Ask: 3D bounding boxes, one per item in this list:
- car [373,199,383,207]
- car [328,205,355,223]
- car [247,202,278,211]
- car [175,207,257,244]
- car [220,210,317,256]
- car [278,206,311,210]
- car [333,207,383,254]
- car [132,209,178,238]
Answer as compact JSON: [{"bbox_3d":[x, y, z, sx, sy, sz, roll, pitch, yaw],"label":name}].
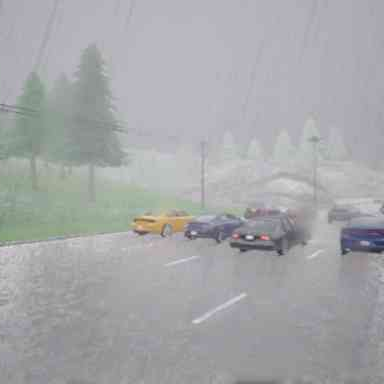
[{"bbox_3d":[15.359,1.604,25.247,2.097,1.767,4.553,-1,-1,35],"label":"car"},{"bbox_3d":[12.511,1.775,27.281,2.128,1.511,4.902,-1,-1,35],"label":"car"},{"bbox_3d":[6.606,1.692,31.205,2.097,1.767,4.553,-1,-1,33],"label":"car"},{"bbox_3d":[1.398,1.719,17.179,1.812,1.442,4.674,-1,-1,35],"label":"car"},{"bbox_3d":[3.497,1.701,14.074,2.033,1.411,5.357,-1,-1,35],"label":"car"},{"bbox_3d":[9.468,1.911,29.038,1.895,1.301,4.718,-1,-1,35],"label":"car"},{"bbox_3d":[7.377,1.615,13.517,1.882,1.535,5.008,-1,-1,35],"label":"car"},{"bbox_3d":[-1.296,1.703,19.436,1.882,1.535,5.008,-1,-1,35],"label":"car"}]
